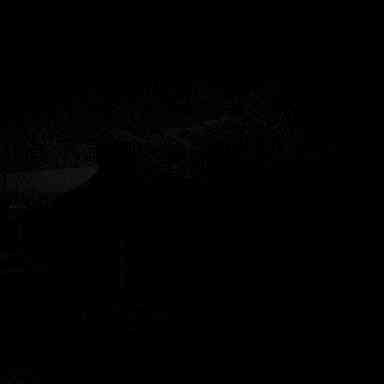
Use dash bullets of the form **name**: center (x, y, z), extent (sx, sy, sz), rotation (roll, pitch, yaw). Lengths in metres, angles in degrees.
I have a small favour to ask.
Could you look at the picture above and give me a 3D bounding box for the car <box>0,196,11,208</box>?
- **car**: center (-21.445, 1.072, 36.211), extent (1.812, 1.442, 4.674), rotation (1, 0, -9)
